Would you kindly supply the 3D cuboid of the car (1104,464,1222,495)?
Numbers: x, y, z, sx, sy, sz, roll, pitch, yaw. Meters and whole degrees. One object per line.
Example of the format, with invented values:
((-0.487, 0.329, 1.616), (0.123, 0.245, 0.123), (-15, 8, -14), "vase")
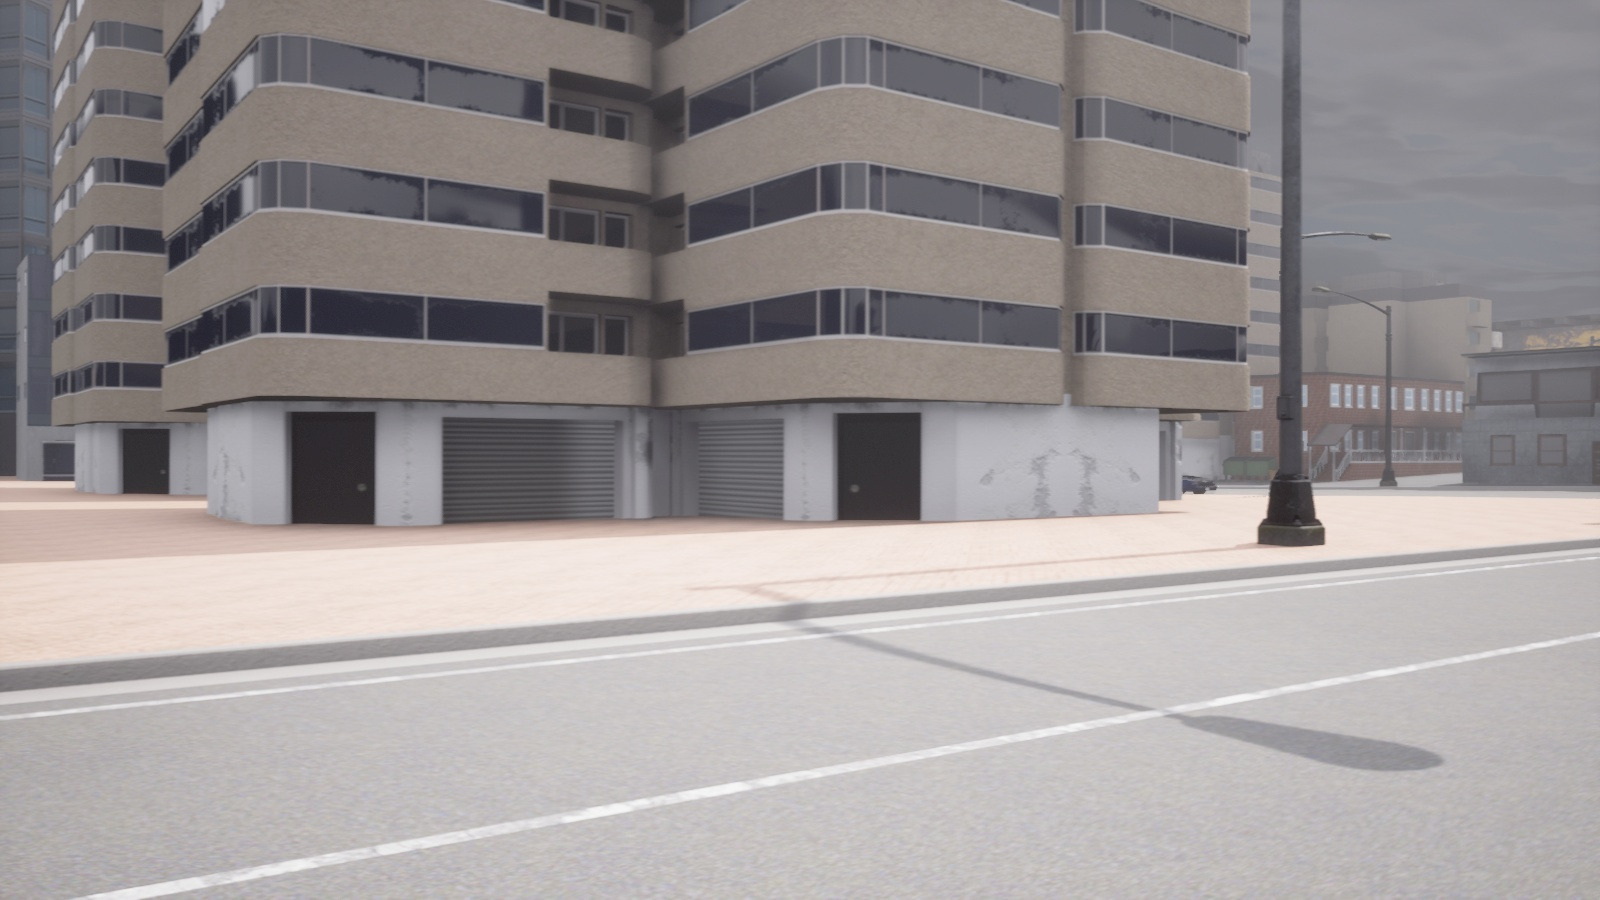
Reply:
((17.526, 1.437, 60.882), (2.033, 1.411, 5.357), (0, -1, -36), "car")
